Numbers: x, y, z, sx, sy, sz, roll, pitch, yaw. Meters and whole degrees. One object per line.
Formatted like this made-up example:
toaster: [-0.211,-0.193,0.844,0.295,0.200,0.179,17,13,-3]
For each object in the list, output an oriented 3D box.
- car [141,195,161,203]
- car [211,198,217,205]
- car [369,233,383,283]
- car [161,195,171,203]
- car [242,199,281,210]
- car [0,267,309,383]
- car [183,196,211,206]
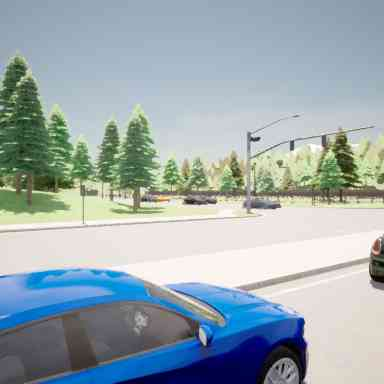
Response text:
car: [-8.944,1.501,68.697,1.837,1.490,4.892,0,0,-35]
car: [2.455,1.477,58.339,1.882,1.535,5.008,0,0,-35]
car: [6.520,1.352,8.418,4.553,1.767,2.097,0,0,-35]
car: [-6.336,1.477,71.075,1.882,1.535,5.008,0,0,-35]
car: [8.880,1.547,43.004,2.033,1.411,5.357,0,0,-35]
car: [-0.979,1.478,3.049,5.008,1.535,1.882,0,0,-35]
car: [0.408,1.477,55.145,1.882,1.535,5.008,0,0,-35]
